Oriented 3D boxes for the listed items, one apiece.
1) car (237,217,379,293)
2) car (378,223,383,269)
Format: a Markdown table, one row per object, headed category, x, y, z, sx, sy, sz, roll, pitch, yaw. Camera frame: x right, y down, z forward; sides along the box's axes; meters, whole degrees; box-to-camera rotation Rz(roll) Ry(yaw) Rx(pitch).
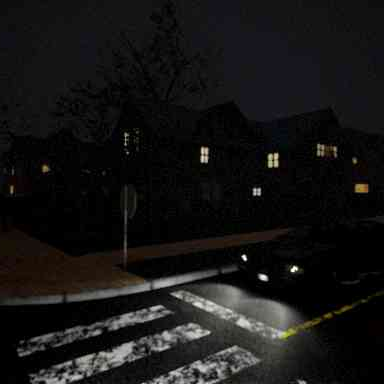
| category | x | y | z | sx | sy | sz | roll | pitch | yaw |
| --- | --- | --- | --- | --- | --- | --- | --- | --- | --- |
| car | 3.677 | 1.383 | 8.590 | 5.357 | 1.411 | 2.033 | -1 | 1 | -35 |
| car | 6.143 | 1.321 | 6.831 | 4.902 | 1.511 | 2.128 | -1 | 1 | -36 |
